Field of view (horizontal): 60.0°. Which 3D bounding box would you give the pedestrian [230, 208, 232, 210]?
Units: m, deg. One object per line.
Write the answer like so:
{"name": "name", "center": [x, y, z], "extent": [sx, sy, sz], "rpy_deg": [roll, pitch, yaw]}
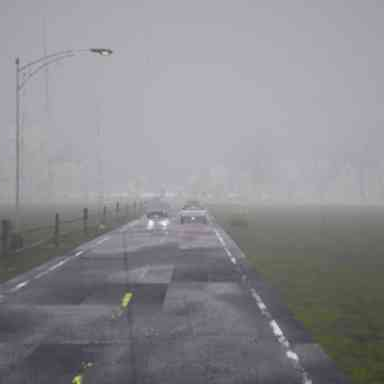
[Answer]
{"name": "pedestrian", "center": [2.825, 1.681, 23.653], "extent": [0.500, 1.100, 0.500], "rpy_deg": [0, 1, -1]}

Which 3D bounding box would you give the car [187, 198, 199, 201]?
{"name": "car", "center": [0.098, 1.483, 41.777], "extent": [1.837, 1.490, 4.892], "rpy_deg": [0, 0, 0]}

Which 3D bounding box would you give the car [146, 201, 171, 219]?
{"name": "car", "center": [-2.849, 1.541, 29.346], "extent": [2.033, 1.411, 5.357], "rpy_deg": [0, 0, 0]}

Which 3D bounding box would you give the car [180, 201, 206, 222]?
{"name": "car", "center": [0.098, 1.598, 25.900], "extent": [1.895, 1.301, 4.718], "rpy_deg": [0, 0, 0]}

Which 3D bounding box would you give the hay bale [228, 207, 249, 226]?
{"name": "hay bale", "center": [3.130, 1.655, 22.521], "extent": [1.220, 1.180, 1.240], "rpy_deg": [0, 1, 0]}
